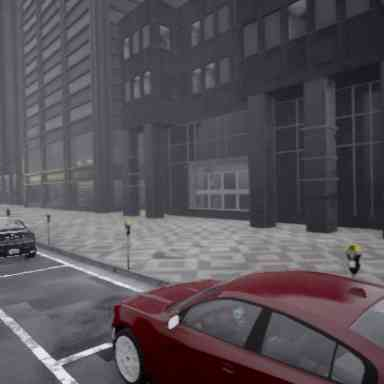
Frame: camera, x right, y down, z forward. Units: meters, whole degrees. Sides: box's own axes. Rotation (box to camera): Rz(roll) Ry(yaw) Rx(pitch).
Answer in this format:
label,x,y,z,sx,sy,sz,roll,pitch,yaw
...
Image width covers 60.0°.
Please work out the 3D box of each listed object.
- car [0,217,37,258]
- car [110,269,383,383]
label,x,y,z,sx,sy,sz,roll,pitch,yaw
car,-6.800,1.550,11.525,2.008,1.369,4.403,-2,1,-43
car,0.847,1.471,3.244,1.887,1.381,4.507,-2,1,-43
